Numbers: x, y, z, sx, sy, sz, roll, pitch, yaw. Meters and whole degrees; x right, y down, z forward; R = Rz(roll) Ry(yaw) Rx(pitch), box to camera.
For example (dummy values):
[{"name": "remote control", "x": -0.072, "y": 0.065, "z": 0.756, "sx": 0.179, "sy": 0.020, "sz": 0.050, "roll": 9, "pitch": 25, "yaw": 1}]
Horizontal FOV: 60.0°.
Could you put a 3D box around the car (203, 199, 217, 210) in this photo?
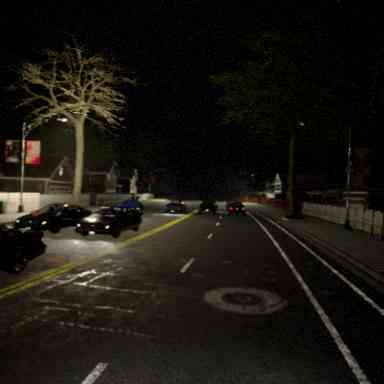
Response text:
[{"name": "car", "x": 2.695, "y": 1.792, "z": 48.766, "sx": 1.994, "sy": 1.385, "sz": 4.181, "roll": 2, "pitch": 0, "yaw": 4}]

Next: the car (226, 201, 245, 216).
[{"name": "car", "x": 4.999, "y": 1.828, "z": 37.271, "sx": 2.033, "sy": 1.411, "sz": 5.357, "roll": 2, "pitch": 0, "yaw": 6}]

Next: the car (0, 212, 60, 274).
[{"name": "car", "x": -5.617, "y": 1.368, "z": 7.524, "sx": 2.033, "sy": 1.411, "sz": 5.357, "roll": 2, "pitch": 0, "yaw": 13}]

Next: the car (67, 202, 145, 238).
[{"name": "car", "x": -4.094, "y": 1.452, "z": 17.478, "sx": 2.033, "sy": 1.411, "sz": 5.357, "roll": 2, "pitch": 0, "yaw": 8}]

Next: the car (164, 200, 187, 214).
[{"name": "car", "x": -1.697, "y": 1.585, "z": 36.560, "sx": 2.033, "sy": 1.411, "sz": 5.357, "roll": 2, "pitch": 0, "yaw": 6}]

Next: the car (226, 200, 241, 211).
[{"name": "car", "x": 5.929, "y": 1.944, "z": 48.501, "sx": 1.895, "sy": 1.301, "sz": 4.718, "roll": 2, "pitch": 0, "yaw": 4}]

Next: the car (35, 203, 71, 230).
[{"name": "car", "x": -7.266, "y": 1.340, "z": 18.272, "sx": 2.033, "sy": 1.411, "sz": 5.357, "roll": 2, "pitch": 0, "yaw": 9}]

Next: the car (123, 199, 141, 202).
[{"name": "car", "x": -5.642, "y": 1.407, "z": 30.727, "sx": 1.812, "sy": 1.442, "sz": 4.674, "roll": 2, "pitch": 0, "yaw": 7}]

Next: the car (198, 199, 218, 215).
[{"name": "car", "x": 1.759, "y": 1.669, "z": 37.306, "sx": 1.837, "sy": 1.490, "sz": 4.892, "roll": 2, "pitch": 0, "yaw": 4}]
